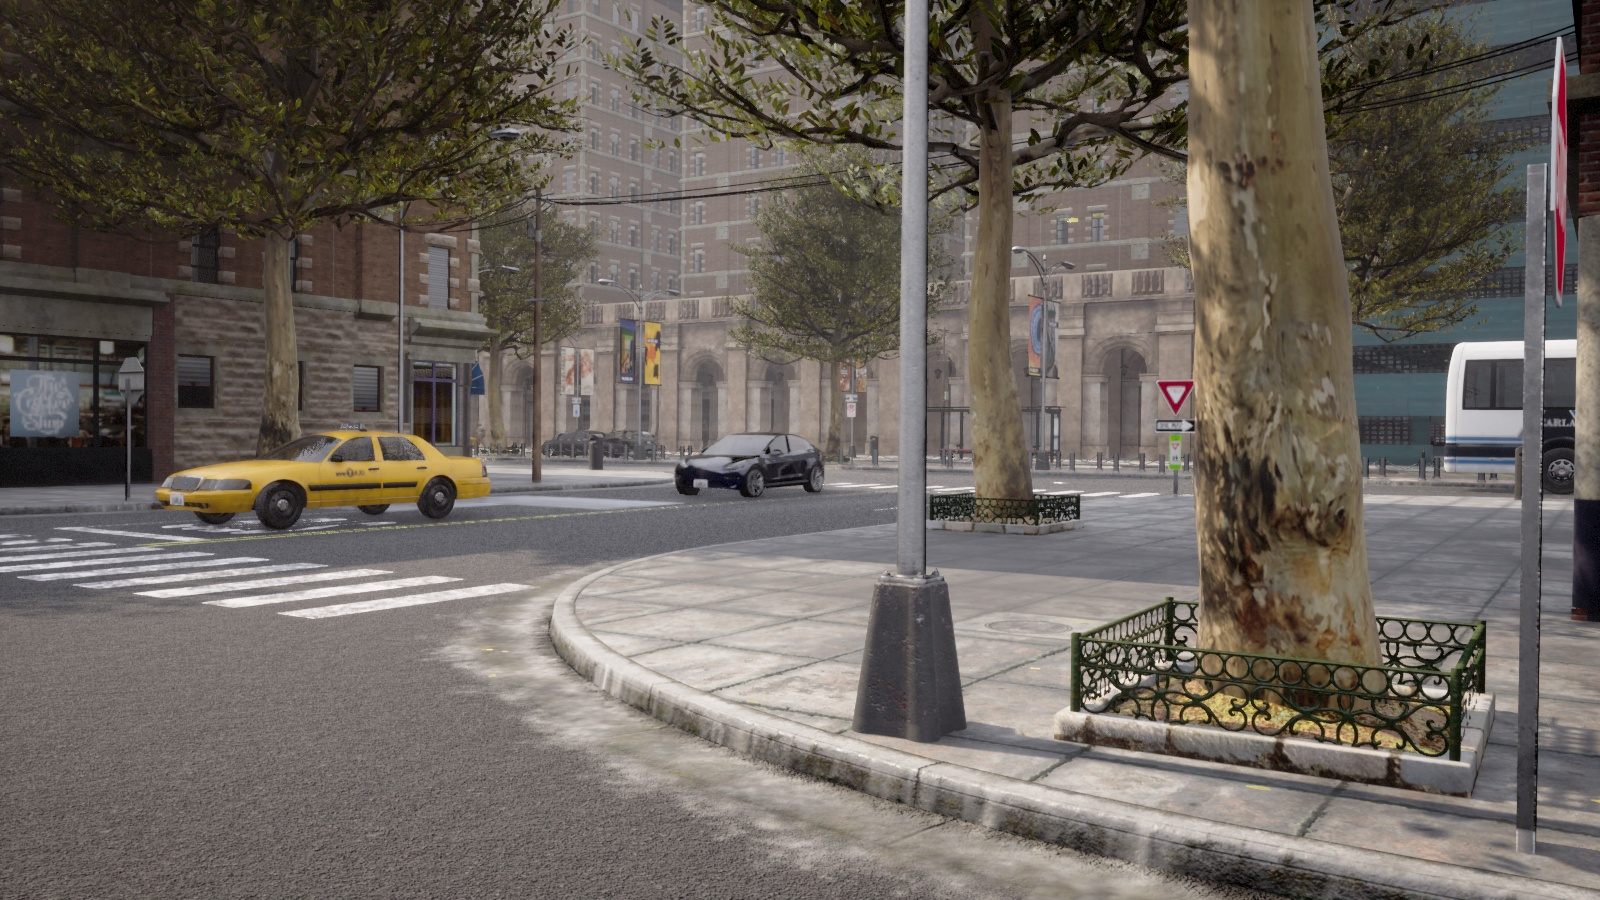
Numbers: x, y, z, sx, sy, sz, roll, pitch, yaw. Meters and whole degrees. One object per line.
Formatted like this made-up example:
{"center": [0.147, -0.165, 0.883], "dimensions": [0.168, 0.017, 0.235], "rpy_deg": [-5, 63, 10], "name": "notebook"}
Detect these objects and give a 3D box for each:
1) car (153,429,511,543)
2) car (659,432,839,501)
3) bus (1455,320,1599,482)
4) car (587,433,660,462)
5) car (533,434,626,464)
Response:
{"center": [-7.281, 0.460, 20.214], "dimensions": [1.801, 1.575, 5.366], "rpy_deg": [0, 1, 33], "name": "car"}
{"center": [-1.096, 0.332, 29.973], "dimensions": [2.163, 1.488, 4.792], "rpy_deg": [0, 1, 28], "name": "car"}
{"center": [23.491, -1.316, 33.571], "dimensions": [10.273, 4.253, 3.944], "rpy_deg": [0, 1, 33], "name": "bus"}
{"center": [-9.749, -0.147, 69.206], "dimensions": [3.705, 1.549, 1.789], "rpy_deg": [0, 1, 33], "name": "car"}
{"center": [-11.641, -0.063, 66.262], "dimensions": [4.892, 1.490, 1.837], "rpy_deg": [0, 1, 33], "name": "car"}
